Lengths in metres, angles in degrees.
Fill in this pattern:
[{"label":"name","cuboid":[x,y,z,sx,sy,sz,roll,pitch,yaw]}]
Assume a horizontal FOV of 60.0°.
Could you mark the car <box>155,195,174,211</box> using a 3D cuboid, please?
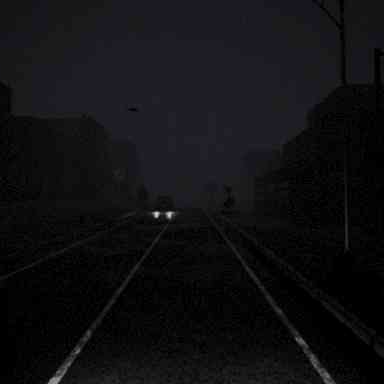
[{"label":"car","cuboid":[-3.490,1.359,43.029,2.150,2.045,5.566,0,0,0]}]
